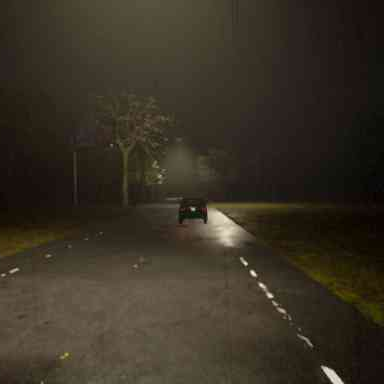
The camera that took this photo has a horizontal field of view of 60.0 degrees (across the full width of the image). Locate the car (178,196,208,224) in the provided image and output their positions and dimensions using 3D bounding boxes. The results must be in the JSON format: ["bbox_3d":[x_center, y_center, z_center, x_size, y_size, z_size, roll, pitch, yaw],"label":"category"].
[{"bbox_3d":[0.089,1.348,26.507,2.150,2.045,5.566,0,0,0],"label":"car"}]

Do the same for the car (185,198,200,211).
[{"bbox_3d":[0.074,1.598,43.370,1.812,1.442,4.674,0,0,0],"label":"car"}]
